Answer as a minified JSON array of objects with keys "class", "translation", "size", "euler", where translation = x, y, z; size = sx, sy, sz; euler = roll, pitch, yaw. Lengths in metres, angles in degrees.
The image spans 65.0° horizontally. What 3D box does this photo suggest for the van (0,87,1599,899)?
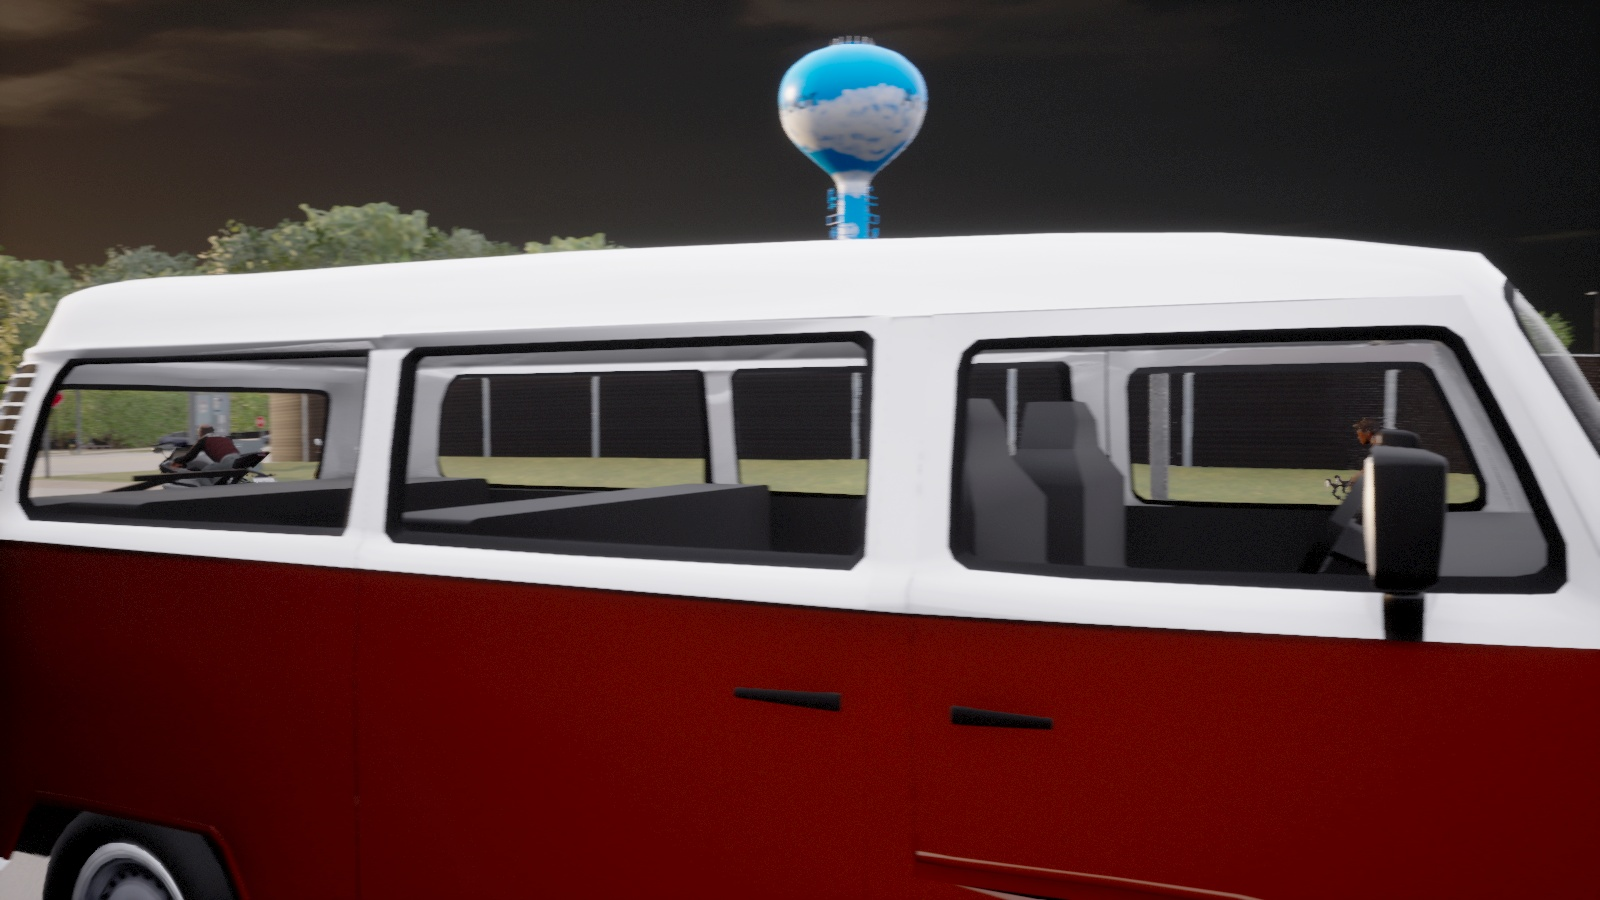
[{"class":"van","translation":[-0.140,0.514,3.277],"size":[4.480,2.038,2.069],"euler":[1,2,25]}]
